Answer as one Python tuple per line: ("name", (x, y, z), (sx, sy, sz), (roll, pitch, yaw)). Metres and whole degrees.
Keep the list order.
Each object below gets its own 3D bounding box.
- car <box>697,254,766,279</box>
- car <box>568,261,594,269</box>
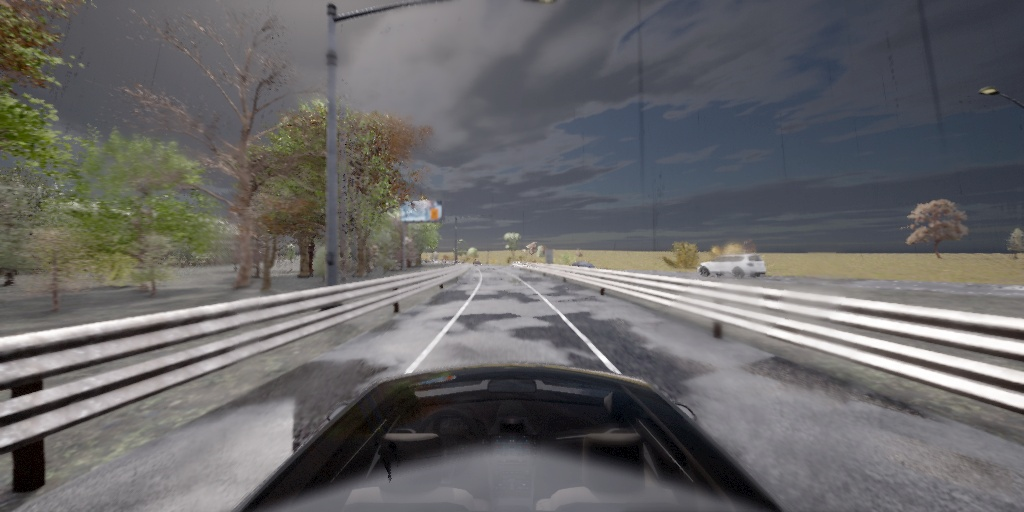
("car", (19.195, 0.891, 31.586), (2.150, 2.045, 5.566), (0, 0, -20))
("car", (10.498, 1.488, 54.984), (2.033, 1.411, 5.357), (0, 0, -20))
